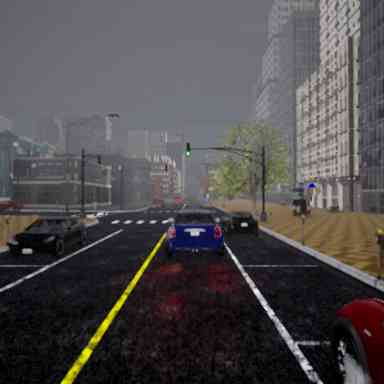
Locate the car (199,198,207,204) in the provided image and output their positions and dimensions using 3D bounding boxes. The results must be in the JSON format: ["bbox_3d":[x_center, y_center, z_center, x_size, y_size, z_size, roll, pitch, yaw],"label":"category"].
[{"bbox_3d":[2.706,2.353,84.987,1.947,1.339,4.313,0,-1,0],"label":"car"}]

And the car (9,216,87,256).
[{"bbox_3d":[-5.684,1.693,13.667,1.947,1.339,4.313,0,-1,0],"label":"car"}]

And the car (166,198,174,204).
[{"bbox_3d":[-5.675,2.311,84.816,1.752,1.417,4.829,0,-1,0],"label":"car"}]

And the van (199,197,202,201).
[{"bbox_3d":[2.704,1.922,62.786,1.690,1.788,3.998,0,-1,0],"label":"van"}]

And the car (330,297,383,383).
[{"bbox_3d":[2.695,1.466,2.590,1.967,1.590,4.097,0,-1,0],"label":"car"}]

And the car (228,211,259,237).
[{"bbox_3d":[2.697,1.745,19.206,1.947,1.339,4.313,0,-1,0],"label":"car"}]

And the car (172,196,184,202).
[{"bbox_3d":[-2.990,1.866,69.149,2.150,2.045,5.566,0,-1,0],"label":"car"}]

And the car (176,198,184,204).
[{"bbox_3d":[-2.988,2.300,84.766,1.812,1.442,4.674,0,-1,0],"label":"car"}]

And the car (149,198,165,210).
[{"bbox_3d":[-5.679,2.060,51.681,1.802,1.307,4.206,0,-1,0],"label":"car"}]

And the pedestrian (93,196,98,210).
[{"bbox_3d":[-12.743,1.441,43.692,0.375,1.860,0.375,0,-2,-1],"label":"pedestrian"}]

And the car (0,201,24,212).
[{"bbox_3d":[-22.808,1.714,40.610,4.206,1.307,1.802,1,-2,-1],"label":"car"}]

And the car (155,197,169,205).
[{"bbox_3d":[-5.678,1.845,57.234,2.192,1.841,5.009,0,-1,0],"label":"car"}]

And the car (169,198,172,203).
[{"bbox_3d":[-5.677,2.183,68.334,2.008,1.369,4.403,0,-1,0],"label":"car"}]

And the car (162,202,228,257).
[{"bbox_3d":[0.101,1.479,13.602,2.097,1.767,4.553,0,-1,0],"label":"car"}]

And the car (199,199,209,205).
[{"bbox_3d":[2.704,2.235,73.886,2.008,1.369,4.403,0,-1,0],"label":"car"}]

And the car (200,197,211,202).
[{"bbox_3d":[2.702,2.057,57.403,1.752,1.417,4.829,0,-1,0],"label":"car"}]
